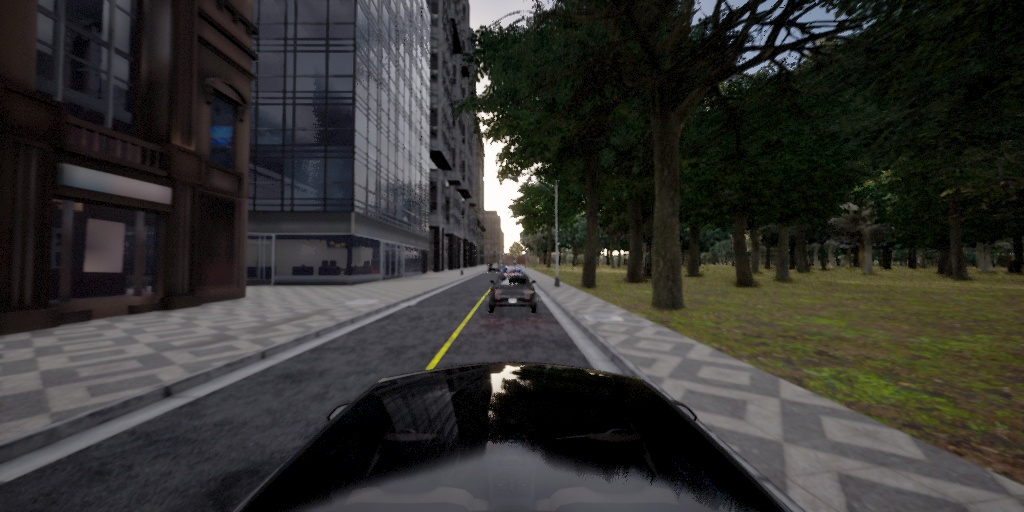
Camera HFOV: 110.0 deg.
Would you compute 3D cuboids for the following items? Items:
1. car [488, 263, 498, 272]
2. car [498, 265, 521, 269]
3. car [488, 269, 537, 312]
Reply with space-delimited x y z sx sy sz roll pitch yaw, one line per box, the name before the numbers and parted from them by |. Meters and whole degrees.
car | -3.068 1.978 60.428 1.837 1.490 4.892 0 0 1
car | 0.041 1.568 30.445 1.882 1.535 5.008 0 0 1
car | 0.043 1.428 14.923 1.812 1.442 4.674 0 0 1
